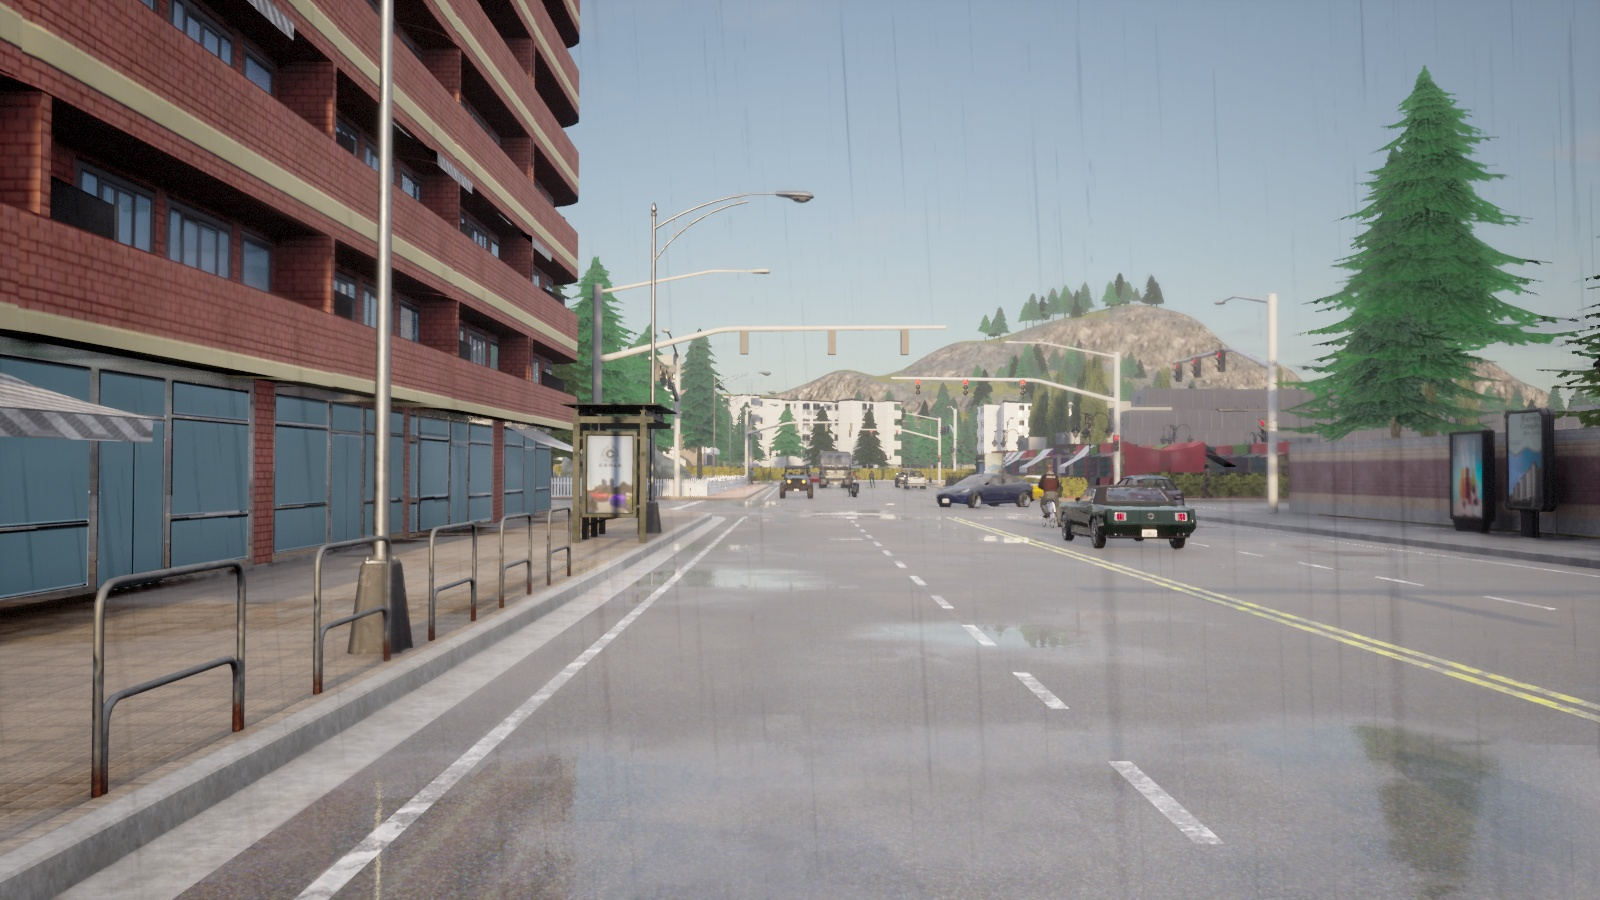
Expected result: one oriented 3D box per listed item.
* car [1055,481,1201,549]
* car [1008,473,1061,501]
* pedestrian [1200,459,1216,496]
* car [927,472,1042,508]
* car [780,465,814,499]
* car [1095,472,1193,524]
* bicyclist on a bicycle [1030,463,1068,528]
[{"bbox_3d":[6.929,1.340,27.048,1.895,1.301,4.718,0,-1,0],"label":"car"},{"bbox_3d":[12.010,1.876,64.348,1.481,1.376,2.207,0,0,-41],"label":"car"},{"bbox_3d":[21.051,1.415,64.834,0.692,1.930,0.396,0,-1,2],"label":"pedestrian"},{"bbox_3d":[7.907,1.673,53.684,4.792,1.488,2.163,1,-1,-39],"label":"car"},{"bbox_3d":[-0.188,1.817,72.000,1.905,1.878,3.866,0,-1,0],"label":"car"},{"bbox_3d":[10.400,1.428,38.265,1.816,1.474,4.193,0,-1,0],"label":"car"},{"bbox_3d":[6.908,1.242,34.922,0.659,1.776,1.843,0,-1,0],"label":"bicyclist on a bicycle"}]
